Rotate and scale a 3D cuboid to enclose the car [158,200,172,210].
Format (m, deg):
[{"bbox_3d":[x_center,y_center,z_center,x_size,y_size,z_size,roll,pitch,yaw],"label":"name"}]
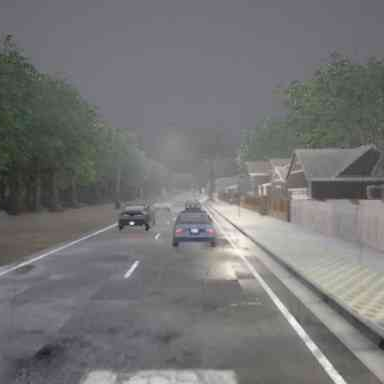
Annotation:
[{"bbox_3d":[-3.398,1.597,38.856,1.895,1.301,4.718,0,0,0],"label":"car"}]

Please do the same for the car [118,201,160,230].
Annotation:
[{"bbox_3d":[-3.399,1.512,21.205,1.837,1.490,4.892,0,0,0],"label":"car"}]

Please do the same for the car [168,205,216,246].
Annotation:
[{"bbox_3d":[0.104,1.554,15.412,2.033,1.411,5.357,0,0,0],"label":"car"}]

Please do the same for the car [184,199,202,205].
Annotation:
[{"bbox_3d":[0.101,1.545,37.769,2.033,1.411,5.357,0,0,0],"label":"car"}]
